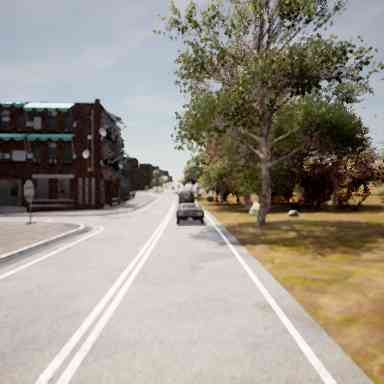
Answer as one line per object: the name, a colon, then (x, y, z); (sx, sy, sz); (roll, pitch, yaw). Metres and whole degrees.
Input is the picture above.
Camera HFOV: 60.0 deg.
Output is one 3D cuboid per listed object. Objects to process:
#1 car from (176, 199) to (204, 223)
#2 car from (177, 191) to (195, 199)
car: (-0.166, 1.440, 23.808); (1.895, 1.301, 4.718); (0, 0, -1)
car: (-0.779, 0.845, 45.328); (2.150, 2.045, 5.566); (0, 1, -2)
